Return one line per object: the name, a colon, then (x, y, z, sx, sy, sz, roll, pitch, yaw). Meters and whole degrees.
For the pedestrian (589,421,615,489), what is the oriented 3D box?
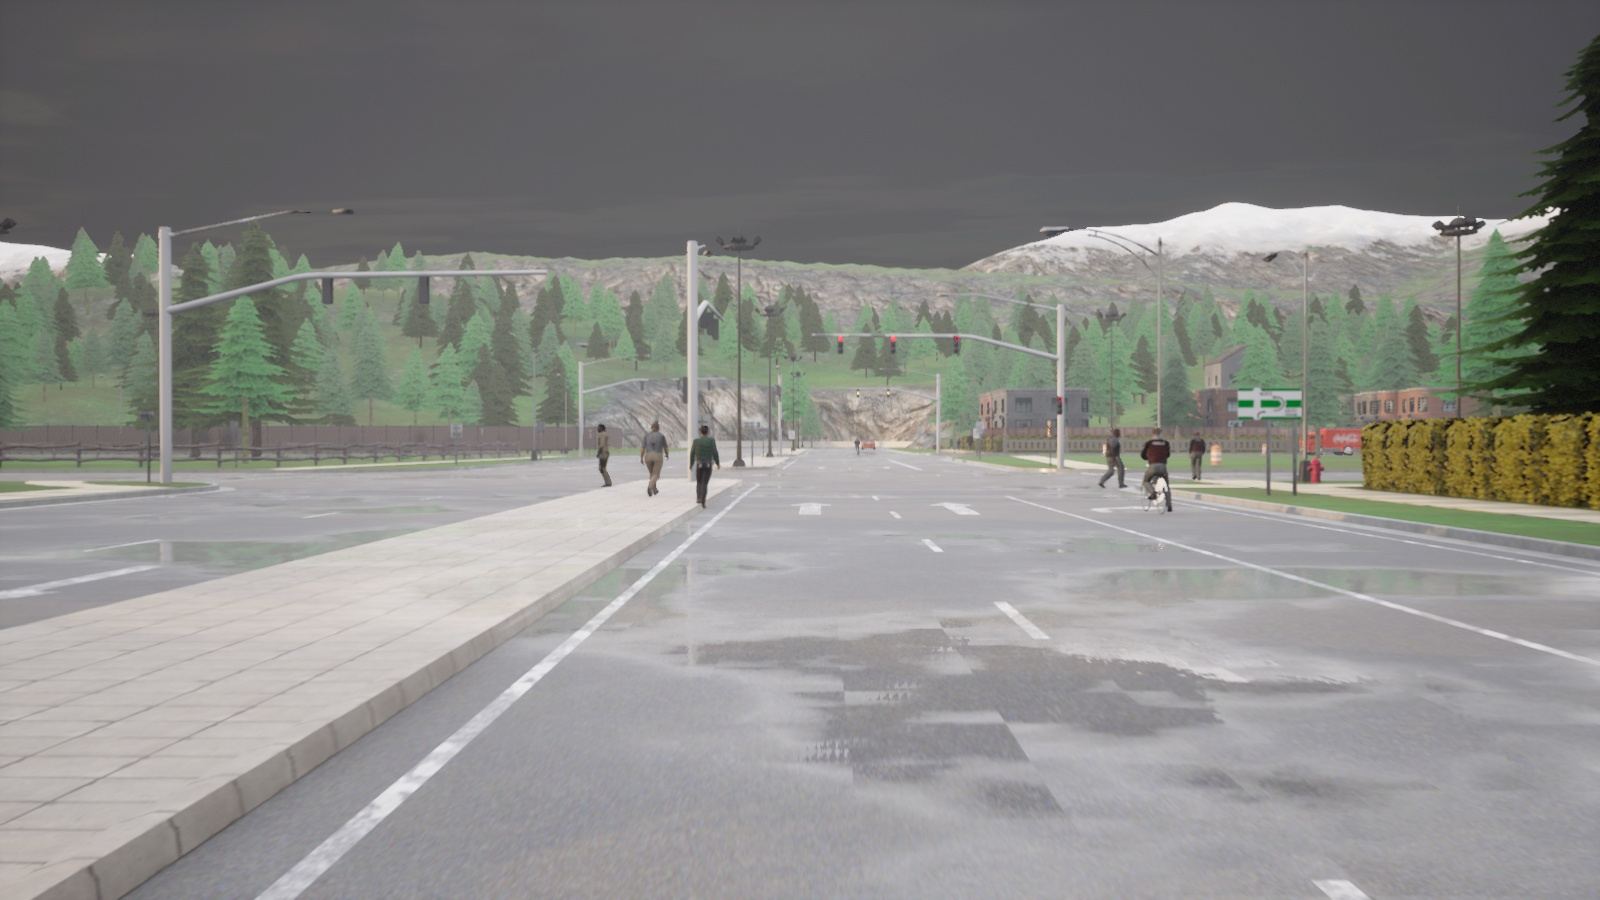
pedestrian: (-5.651, 0.132, 35.847, 0.692, 1.930, 0.396, 0, 0, -2)

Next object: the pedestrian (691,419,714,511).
pedestrian: (-2.094, 0.318, 26.954, 0.423, 1.949, 0.788, 0, 0, 0)

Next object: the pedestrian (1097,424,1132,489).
pedestrian: (9.192, 0.197, 36.699, 0.849, 1.883, 0.563, 0, 0, -3)

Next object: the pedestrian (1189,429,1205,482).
pedestrian: (13.958, 0.187, 44.142, 0.376, 1.854, 0.720, 0, 0, 4)

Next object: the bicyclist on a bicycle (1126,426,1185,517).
bicyclist on a bicycle: (7.159, 0.414, 25.358, 0.659, 1.776, 1.843, 0, 1, 0)

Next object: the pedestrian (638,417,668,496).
pedestrian: (-3.478, 0.151, 29.756, 0.540, 1.848, 0.694, 0, 0, 10)
